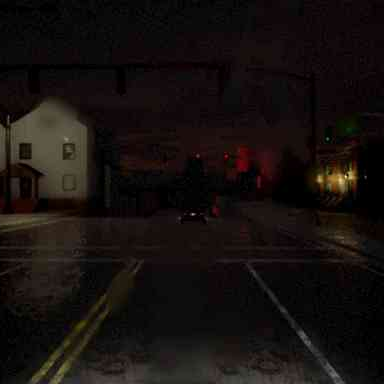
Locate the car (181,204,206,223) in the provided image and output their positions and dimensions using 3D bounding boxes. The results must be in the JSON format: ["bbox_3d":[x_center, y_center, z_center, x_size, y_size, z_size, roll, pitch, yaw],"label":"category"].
[{"bbox_3d":[0.084,1.644,26.144,2.033,1.411,5.357,0,0,0],"label":"car"}]
